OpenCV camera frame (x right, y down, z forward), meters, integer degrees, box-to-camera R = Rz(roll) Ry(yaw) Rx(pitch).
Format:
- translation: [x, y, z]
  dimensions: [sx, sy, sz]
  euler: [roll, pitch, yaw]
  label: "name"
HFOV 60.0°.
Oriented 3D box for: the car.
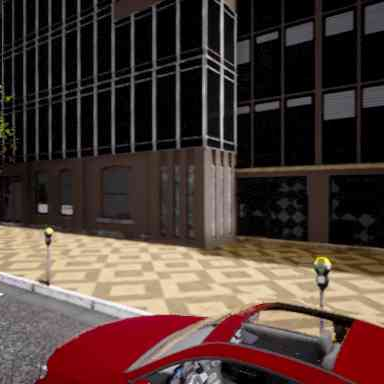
- translation: [0.532, 1.569, 2.504]
  dimensions: [4.206, 1.307, 1.802]
  euler: [0, 0, 34]
  label: "car"
